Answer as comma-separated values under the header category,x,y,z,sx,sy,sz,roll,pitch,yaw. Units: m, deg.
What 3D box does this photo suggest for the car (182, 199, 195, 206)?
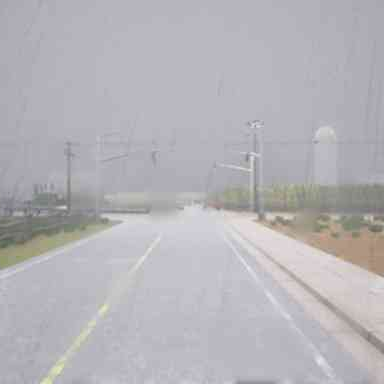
category,x,y,z,sx,sy,sz,roll,pitch,yaw
car,-1.081,2.342,71.720,2.128,1.511,4.902,0,-1,-3

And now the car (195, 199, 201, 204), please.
category,x,y,z,sx,sy,sz,roll,pitch,yaw
car,1.231,2.478,88.205,1.882,1.535,5.008,0,-1,-3

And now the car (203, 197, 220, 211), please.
category,x,y,z,sx,sy,sz,roll,pitch,yaw
car,3.016,1.814,51.004,2.150,2.045,5.566,0,-1,-3
